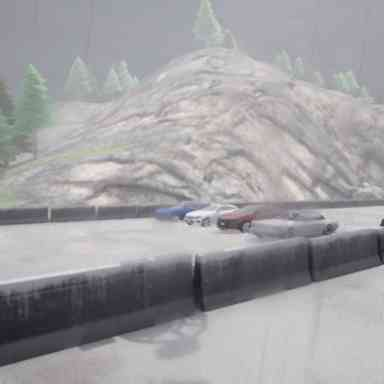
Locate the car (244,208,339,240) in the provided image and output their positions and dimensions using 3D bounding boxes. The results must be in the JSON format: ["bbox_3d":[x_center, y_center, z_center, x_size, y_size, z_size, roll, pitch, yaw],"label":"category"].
[{"bbox_3d":[5.030,1.591,16.171,4.718,1.301,1.895,0,0,-35],"label":"car"}]

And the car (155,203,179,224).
[{"bbox_3d":[-0.427,1.467,25.174,5.008,1.535,1.882,0,0,-35],"label":"car"}]

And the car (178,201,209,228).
[{"bbox_3d":[1.683,1.515,22.380,4.674,1.442,1.812,0,0,-35],"label":"car"}]

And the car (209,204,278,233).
[{"bbox_3d":[3.690,1.467,19.512,5.008,1.535,1.882,0,0,-35],"label":"car"}]
